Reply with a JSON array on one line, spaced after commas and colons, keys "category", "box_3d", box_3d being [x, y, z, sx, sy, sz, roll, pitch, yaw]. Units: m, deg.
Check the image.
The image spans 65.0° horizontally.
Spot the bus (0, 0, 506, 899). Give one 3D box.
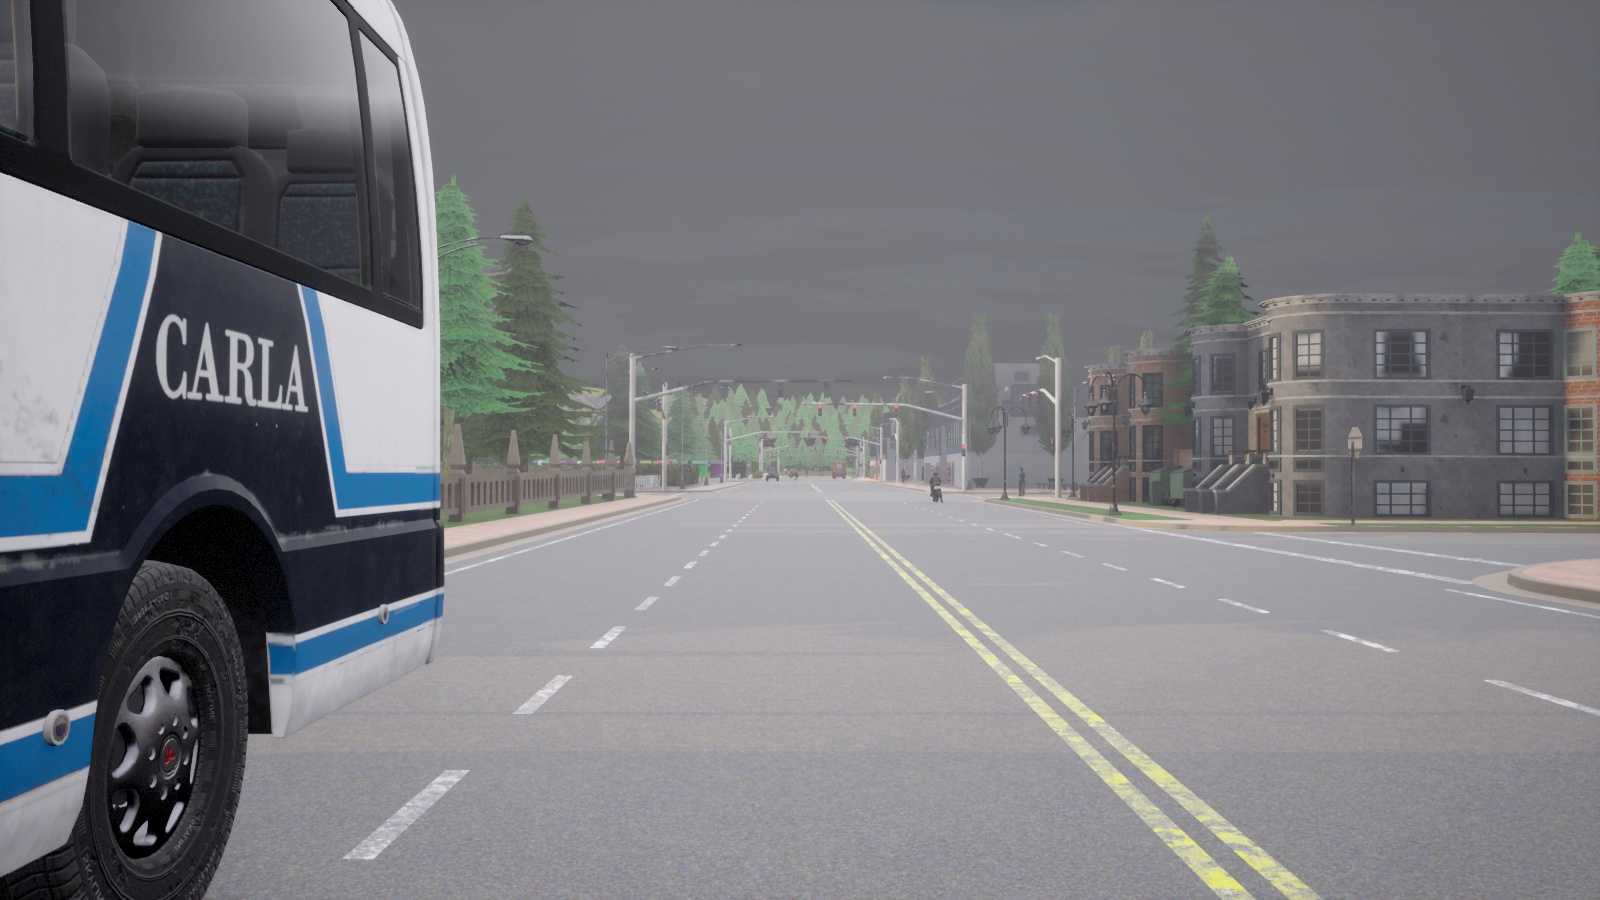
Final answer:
[{"category": "bus", "box_3d": [-3.508, -0.523, 1.472, 3.944, 4.253, 10.273, 0, -1, 0]}]

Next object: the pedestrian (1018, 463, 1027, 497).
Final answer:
[{"category": "pedestrian", "box_3d": [12.728, 1.718, 71.891, 0.396, 1.930, 0.692, 0, -1, -2]}]
